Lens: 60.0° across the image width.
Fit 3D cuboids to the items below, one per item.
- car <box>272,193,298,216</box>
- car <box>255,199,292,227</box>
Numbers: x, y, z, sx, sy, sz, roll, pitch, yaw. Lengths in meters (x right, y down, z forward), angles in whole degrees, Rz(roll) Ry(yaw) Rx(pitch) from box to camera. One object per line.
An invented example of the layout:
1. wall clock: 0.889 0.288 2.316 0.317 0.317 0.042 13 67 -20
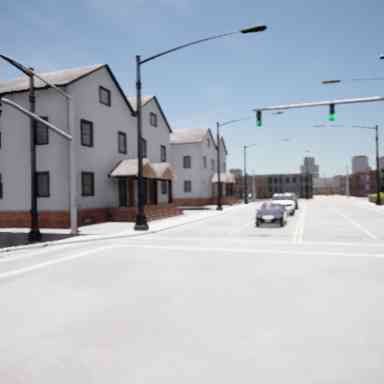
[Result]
1. car: 8.846 1.186 32.530 2.150 2.045 5.566 -1 0 19
2. car: 5.537 1.499 23.071 2.128 1.511 4.902 -1 0 19
